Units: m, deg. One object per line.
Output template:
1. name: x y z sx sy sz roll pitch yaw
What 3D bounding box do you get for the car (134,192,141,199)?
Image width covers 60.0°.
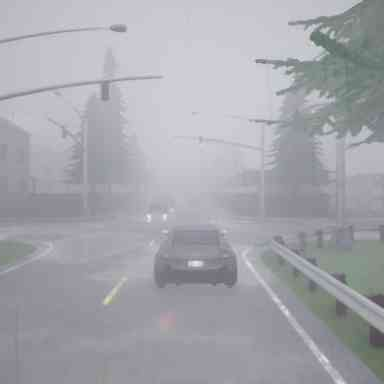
1. car: -16.744 0.973 91.303 3.866 1.878 1.905 0 0 0

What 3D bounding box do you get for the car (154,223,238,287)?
1. car: 0.091 1.553 9.345 1.994 1.385 4.181 0 0 0

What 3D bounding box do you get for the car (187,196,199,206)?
1. car: 0.119 1.429 54.322 2.128 1.511 4.902 0 0 0

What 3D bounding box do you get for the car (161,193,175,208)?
1. car: -3.568 1.168 47.360 2.150 2.045 5.566 0 0 0

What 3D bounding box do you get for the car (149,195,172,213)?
1. car: -3.577 1.436 36.703 1.882 1.535 5.008 0 0 0
